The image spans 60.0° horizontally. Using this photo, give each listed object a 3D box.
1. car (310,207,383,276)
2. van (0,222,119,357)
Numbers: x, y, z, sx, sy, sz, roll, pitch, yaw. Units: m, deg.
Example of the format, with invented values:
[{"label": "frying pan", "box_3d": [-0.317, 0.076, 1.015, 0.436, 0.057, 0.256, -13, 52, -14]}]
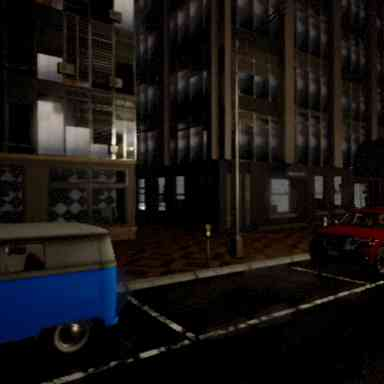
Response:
[{"label": "car", "box_3d": [6.014, 1.434, 10.870, 5.009, 1.841, 2.192, 1, -1, -35]}, {"label": "van", "box_3d": [-2.996, 1.342, 4.440, 3.998, 1.788, 1.690, 1, -1, -35]}]
